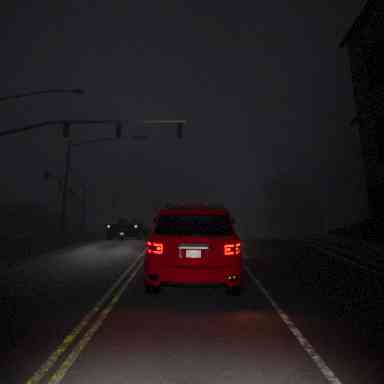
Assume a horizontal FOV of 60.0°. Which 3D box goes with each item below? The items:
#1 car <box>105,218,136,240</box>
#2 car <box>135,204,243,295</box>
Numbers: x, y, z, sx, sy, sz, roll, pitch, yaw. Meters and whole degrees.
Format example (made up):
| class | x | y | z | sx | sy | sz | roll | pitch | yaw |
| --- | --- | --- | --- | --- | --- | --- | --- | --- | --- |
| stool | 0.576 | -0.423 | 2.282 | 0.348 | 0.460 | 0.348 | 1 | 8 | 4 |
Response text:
| class | x | y | z | sx | sy | sz | roll | pitch | yaw |
| --- | --- | --- | --- | --- | --- | --- | --- | --- | --- |
| car | -3.666 | 2.176 | 19.592 | 1.895 | 1.301 | 4.718 | 0 | -8 | 0 |
| car | 0.057 | 1.346 | 9.224 | 2.150 | 2.045 | 5.566 | 1 | -1 | 1 |
